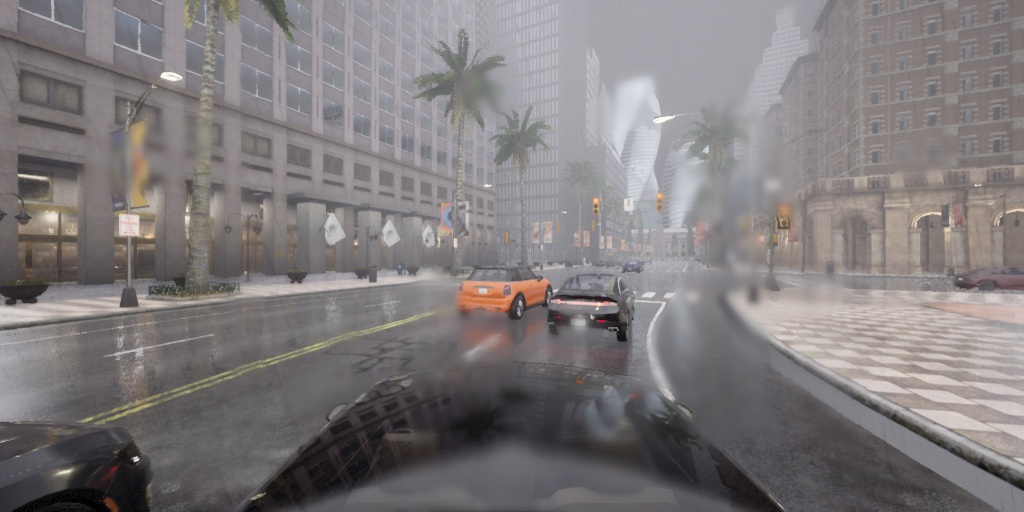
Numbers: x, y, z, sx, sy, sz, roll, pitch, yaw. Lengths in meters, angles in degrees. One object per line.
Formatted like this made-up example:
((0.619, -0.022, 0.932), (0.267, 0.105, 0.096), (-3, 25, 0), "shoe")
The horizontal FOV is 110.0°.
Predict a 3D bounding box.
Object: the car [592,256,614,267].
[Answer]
((15.863, 0.967, 61.294), (2.150, 2.045, 5.566), (0, 0, 28), "car")

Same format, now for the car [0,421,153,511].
((-3.365, 1.250, 0.346), (1.837, 1.490, 4.892), (0, -1, 2), "car")

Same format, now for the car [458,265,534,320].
((-0.051, 1.101, 13.028), (2.097, 1.767, 4.553), (0, 0, 23), "car")

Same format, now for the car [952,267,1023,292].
((27.894, 1.313, 20.018), (4.181, 1.385, 1.994), (0, 0, 27), "car")

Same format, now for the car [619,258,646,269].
((14.280, 1.274, 42.206), (1.812, 1.442, 4.674), (0, 0, 27), "car")

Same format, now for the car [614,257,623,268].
((18.947, 1.238, 59.661), (2.128, 1.511, 4.902), (0, 0, 27), "car")

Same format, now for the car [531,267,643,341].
((2.374, 1.241, 9.999), (2.128, 1.511, 4.902), (0, 0, 22), "car")
